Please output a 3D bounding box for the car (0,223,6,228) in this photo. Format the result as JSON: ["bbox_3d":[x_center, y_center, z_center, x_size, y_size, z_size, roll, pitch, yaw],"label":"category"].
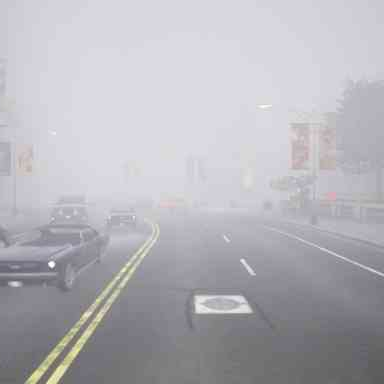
[{"bbox_3d":[-7.215,1.505,9.682,1.837,1.490,4.892,0,0,-1],"label":"car"}]

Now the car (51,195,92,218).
[{"bbox_3d":[-8.441,1.223,23.415,2.150,2.045,5.566,0,0,-15],"label":"car"}]

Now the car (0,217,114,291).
[{"bbox_3d":[-3.699,1.601,9.102,1.895,1.301,4.718,0,0,-1],"label":"car"}]

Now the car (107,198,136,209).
[{"bbox_3d":[-9.977,1.563,46.630,4.181,1.385,1.994,0,0,45],"label":"car"}]

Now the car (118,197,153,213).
[{"bbox_3d":[-6.015,1.352,36.064,2.097,1.767,4.553,0,0,-31],"label":"car"}]

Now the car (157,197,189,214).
[{"bbox_3d":[-2.098,1.353,35.995,2.097,1.767,4.553,0,0,-27],"label":"car"}]

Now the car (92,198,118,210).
[{"bbox_3d":[-12.241,1.504,44.094,4.892,1.490,1.837,0,0,44],"label":"car"}]

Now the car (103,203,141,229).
[{"bbox_3d":[-4.554,1.601,21.767,1.895,1.301,4.718,0,0,-11],"label":"car"}]
